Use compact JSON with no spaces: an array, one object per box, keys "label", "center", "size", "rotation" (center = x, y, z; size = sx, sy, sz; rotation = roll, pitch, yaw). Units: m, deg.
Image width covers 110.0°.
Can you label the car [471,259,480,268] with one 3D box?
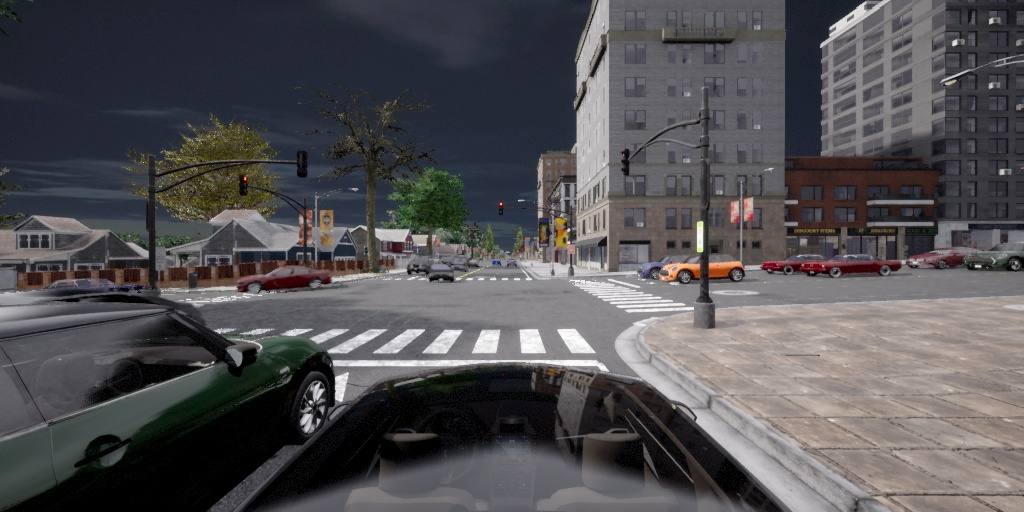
[{"label":"car","center":[-6.647,1.299,61.246],"size":[1.882,1.535,5.008],"rotation":[0,0,0]}]

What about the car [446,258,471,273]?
[{"label":"car","center":[-6.651,1.342,44.907],"size":[1.994,1.385,4.181],"rotation":[0,0,0]}]

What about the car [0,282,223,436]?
[{"label":"car","center":[-6.601,1.253,4.609],"size":[1.837,1.490,4.892],"rotation":[0,0,0]}]

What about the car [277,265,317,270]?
[{"label":"car","center":[-13.928,1.385,22.257],"size":[5.008,1.535,1.882],"rotation":[-3,3,-33]}]

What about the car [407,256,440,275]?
[{"label":"car","center":[-9.895,0.986,39.634],"size":[2.150,2.045,5.566],"rotation":[0,1,0]}]

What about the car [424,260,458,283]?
[{"label":"car","center":[-5.723,1.312,28.306],"size":[2.033,1.411,5.357],"rotation":[0,0,-14]}]

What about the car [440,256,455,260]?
[{"label":"car","center":[-9.907,1.024,54.902],"size":[2.150,2.045,5.566],"rotation":[0,0,0]}]

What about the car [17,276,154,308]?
[{"label":"car","center":[-21.634,1.807,18.325],"size":[4.718,1.301,1.895],"rotation":[-2,0,0]}]

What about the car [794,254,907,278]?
[{"label":"car","center":[20.339,0.584,21.712],"size":[4.718,1.301,1.895],"rotation":[-2,0,0]}]

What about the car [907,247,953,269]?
[{"label":"car","center":[30.410,0.121,24.992],"size":[4.674,1.442,1.812],"rotation":[-2,0,0]}]

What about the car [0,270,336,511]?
[{"label":"car","center":[-3.151,1.102,2.446],"size":[2.097,1.767,4.553],"rotation":[0,0,0]}]

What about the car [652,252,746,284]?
[{"label":"car","center":[11.355,0.680,21.678],"size":[4.553,1.767,2.097],"rotation":[-2,0,0]}]

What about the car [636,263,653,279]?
[{"label":"car","center":[11.102,0.679,24.998],"size":[4.553,1.767,2.097],"rotation":[-2,0,2]}]

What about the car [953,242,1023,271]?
[{"label":"car","center":[30.494,-0.046,21.745],"size":[4.553,1.767,2.097],"rotation":[-2,0,0]}]

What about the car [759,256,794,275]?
[{"label":"car","center":[20.099,0.583,24.961],"size":[4.718,1.301,1.895],"rotation":[-2,0,0]}]
